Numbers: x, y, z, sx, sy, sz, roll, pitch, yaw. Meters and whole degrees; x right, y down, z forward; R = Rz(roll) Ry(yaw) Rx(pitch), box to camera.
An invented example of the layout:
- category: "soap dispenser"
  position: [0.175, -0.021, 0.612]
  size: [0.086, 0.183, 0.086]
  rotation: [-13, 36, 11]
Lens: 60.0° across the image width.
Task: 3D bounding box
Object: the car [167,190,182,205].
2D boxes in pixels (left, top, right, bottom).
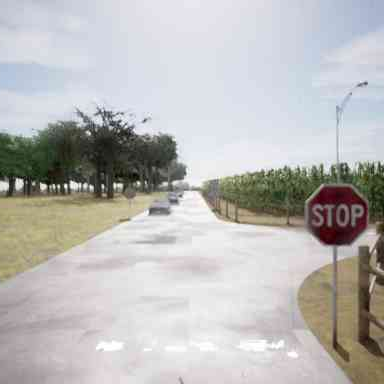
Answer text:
- category: "car"
  position: [-2.754, 0.906, 46.155]
  size: [1.837, 1.490, 4.892]
  rotation: [0, 1, 0]

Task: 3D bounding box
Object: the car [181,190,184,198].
- category: "car"
  position: [-2.625, 0.437, 65.572]
  size: [1.837, 1.490, 4.892]
  rotation: [0, 2, 0]

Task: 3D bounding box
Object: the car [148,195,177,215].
- category: "car"
  position: [-2.791, 1.257, 30.461]
  size: [2.033, 1.411, 5.357]
  rotation: [0, 1, 0]
